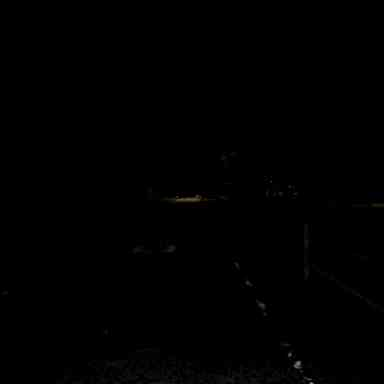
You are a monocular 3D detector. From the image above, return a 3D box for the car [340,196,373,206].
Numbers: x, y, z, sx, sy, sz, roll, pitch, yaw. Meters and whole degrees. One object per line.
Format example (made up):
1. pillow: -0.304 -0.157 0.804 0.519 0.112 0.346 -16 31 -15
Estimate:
1. car: 25.269 1.347 51.116 4.892 1.490 1.837 0 0 -5
